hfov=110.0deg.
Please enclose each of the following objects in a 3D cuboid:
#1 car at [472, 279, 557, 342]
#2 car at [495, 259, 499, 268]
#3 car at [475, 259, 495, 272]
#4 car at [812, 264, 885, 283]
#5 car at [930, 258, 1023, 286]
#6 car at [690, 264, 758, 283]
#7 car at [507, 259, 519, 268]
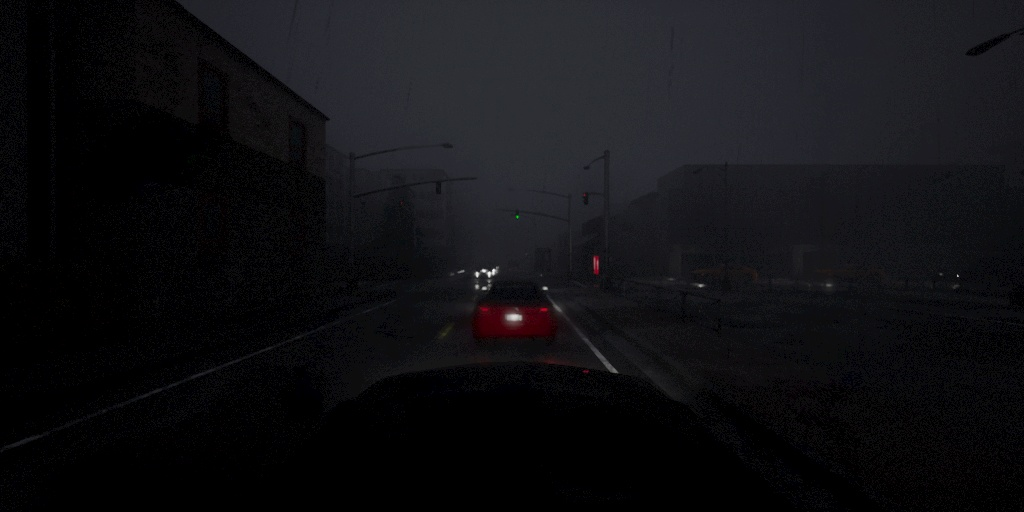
[{"bbox_3d":[0.075,1.313,9.813,1.994,1.385,4.181,0,0,1],"label":"car"},{"bbox_3d":[-3.510,1.347,56.325,1.895,1.301,4.718,0,0,0],"label":"car"},{"bbox_3d":[-3.535,1.272,46.291,1.812,1.442,4.674,0,0,0],"label":"car"},{"bbox_3d":[27.560,1.402,29.480,5.008,1.535,1.882,0,0,0],"label":"car"},{"bbox_3d":[38.050,1.146,29.471,5.566,2.045,2.150,0,0,0],"label":"car"},{"bbox_3d":[17.335,1.402,29.473,5.008,1.535,1.882,0,0,0],"label":"car"},{"bbox_3d":[0.187,1.237,60.429,2.128,1.511,4.902,0,0,0],"label":"car"}]
